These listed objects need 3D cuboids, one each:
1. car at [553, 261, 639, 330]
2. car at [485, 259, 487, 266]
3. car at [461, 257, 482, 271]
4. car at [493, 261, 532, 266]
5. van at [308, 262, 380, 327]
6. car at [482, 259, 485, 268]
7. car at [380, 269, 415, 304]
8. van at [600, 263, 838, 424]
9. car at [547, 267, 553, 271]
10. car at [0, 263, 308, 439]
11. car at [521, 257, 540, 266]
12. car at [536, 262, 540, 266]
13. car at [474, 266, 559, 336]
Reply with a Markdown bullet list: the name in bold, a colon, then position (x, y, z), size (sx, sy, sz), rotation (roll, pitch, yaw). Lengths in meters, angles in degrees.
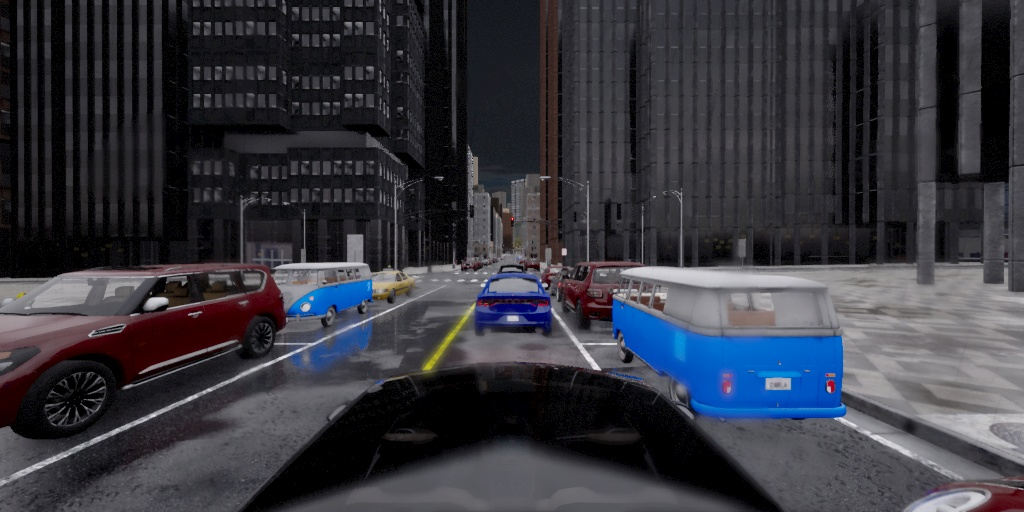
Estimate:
- **car**: position (2.765, 1.065, 11.097), size (2.192, 1.841, 5.009), rotation (0, 0, 0)
- **car**: position (-5.764, 1.348, 60.483), size (1.948, 1.339, 4.313), rotation (0, 0, 0)
- **car**: position (-5.764, 1.084, 49.197), size (2.192, 1.841, 5.009), rotation (0, 0, 0)
- **car**: position (0.000, 1.257, 20.756), size (1.837, 1.490, 4.892), rotation (0, 0, 0)
- **van**: position (-5.765, 1.091, 11.109), size (1.690, 1.789, 3.998), rotation (0, 0, 0)
- **car**: position (-5.764, 1.090, 54.840), size (2.192, 1.841, 5.009), rotation (0, 0, 0)
- **car**: position (-5.764, 1.276, 16.463), size (1.751, 1.417, 4.829), rotation (0, 0, 0)
- **van**: position (2.767, 1.091, 5.571), size (1.690, 1.789, 3.998), rotation (0, 0, 0)
- **car**: position (2.764, 1.301, 16.622), size (2.007, 1.370, 4.403), rotation (0, 0, 0)
- **car**: position (-5.765, 1.064, 5.584), size (2.192, 1.841, 5.009), rotation (0, 0, 0)
- **car**: position (2.762, 1.084, 49.188), size (2.192, 1.841, 5.009), rotation (0, 0, 0)
- **car**: position (2.763, 1.297, 22.147), size (1.888, 1.381, 4.507), rotation (0, 0, 0)
- **car**: position (0.058, 1.228, 10.385), size (1.882, 1.535, 5.008), rotation (0, 0, 1)
